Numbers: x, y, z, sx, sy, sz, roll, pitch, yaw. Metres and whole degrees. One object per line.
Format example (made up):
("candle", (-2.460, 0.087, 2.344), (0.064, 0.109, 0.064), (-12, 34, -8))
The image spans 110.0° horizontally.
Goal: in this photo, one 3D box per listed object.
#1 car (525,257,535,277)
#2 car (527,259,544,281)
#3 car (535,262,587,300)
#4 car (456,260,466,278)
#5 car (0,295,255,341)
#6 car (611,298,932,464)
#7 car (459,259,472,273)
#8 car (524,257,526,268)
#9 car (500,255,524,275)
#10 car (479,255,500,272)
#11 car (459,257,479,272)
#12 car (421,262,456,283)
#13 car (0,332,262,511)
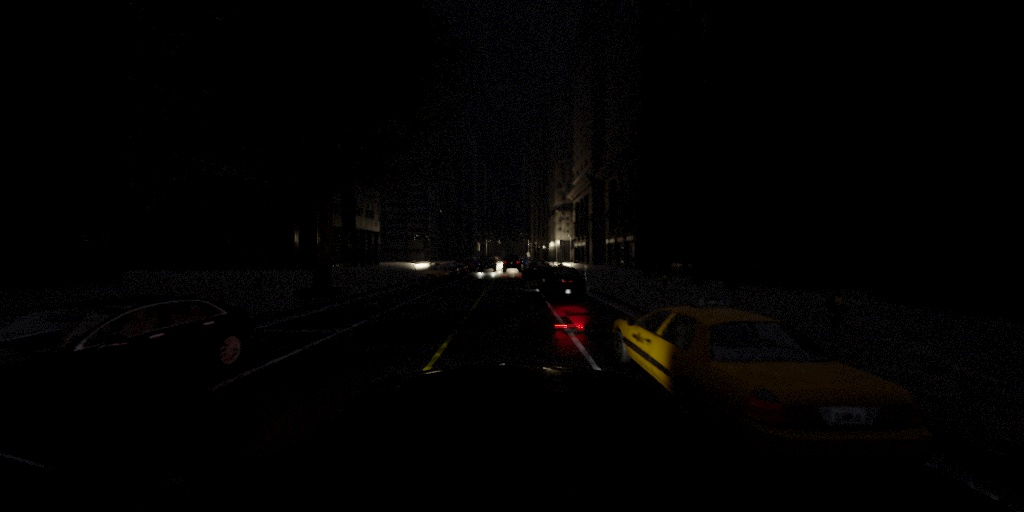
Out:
("car", (2.765, 1.160, 39.144), (1.967, 1.591, 4.097), (0, 0, 0))
("car", (2.765, 1.274, 33.467), (2.007, 1.370, 4.403), (0, 0, 0))
("car", (2.356, 1.240, 17.490), (1.837, 1.490, 4.892), (0, 0, 0))
("car", (-5.760, 1.306, 33.459), (1.802, 1.307, 4.207), (0, 0, 0))
("car", (-5.762, 1.297, 5.072), (2.007, 1.370, 4.403), (0, 0, 0))
("car", (2.763, 1.272, 5.249), (1.751, 1.417, 4.829), (0, 0, 0))
("car", (-5.760, 1.302, 39.136), (1.802, 1.307, 4.207), (0, 0, 0))
("car", (2.766, 1.264, 50.500), (2.007, 1.370, 4.403), (0, 0, 0))
("car", (0.040, 0.932, 43.571), (2.150, 2.045, 5.566), (0, -1, 2))
("car", (-3.063, 0.941, 45.823), (2.150, 2.045, 5.566), (0, 0, 0))
("car", (-5.760, 1.031, 44.814), (2.192, 1.841, 5.009), (0, 0, 0))
("car", (-5.761, 1.253, 27.611), (1.751, 1.417, 4.829), (0, 0, 0))
("car", (-3.100, 1.352, 0.845), (1.895, 1.301, 4.718), (0, 0, 0))
